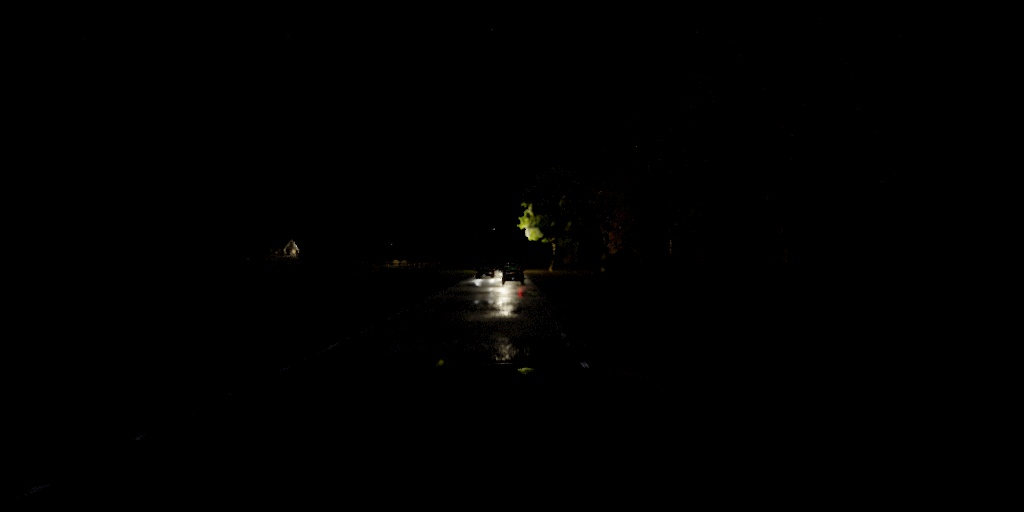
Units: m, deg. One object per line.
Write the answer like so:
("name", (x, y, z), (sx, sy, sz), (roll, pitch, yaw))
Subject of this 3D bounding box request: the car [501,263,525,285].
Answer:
("car", (0.085, 1.585, 30.391), (2.128, 1.511, 4.902), (0, -1, 0))

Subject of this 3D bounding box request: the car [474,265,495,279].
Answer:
("car", (-2.865, 1.718, 38.927), (1.812, 1.442, 4.674), (0, -1, 0))
